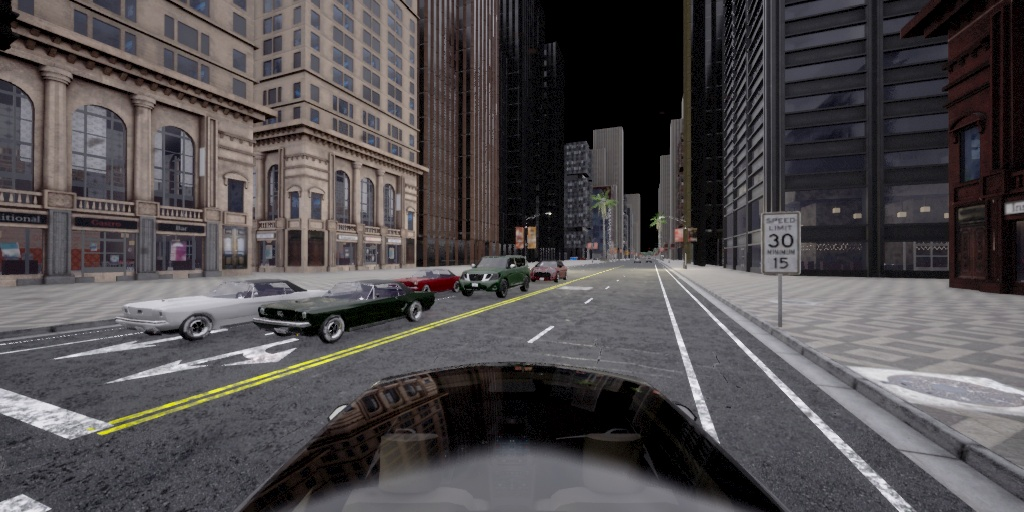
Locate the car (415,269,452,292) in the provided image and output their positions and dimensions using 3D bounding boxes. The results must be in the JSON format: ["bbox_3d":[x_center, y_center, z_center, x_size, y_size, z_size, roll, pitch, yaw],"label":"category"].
[{"bbox_3d":[-4.332,1.356,18.744,1.895,1.301,4.718,0,0,21],"label":"car"}]

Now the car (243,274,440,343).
[{"bbox_3d":[-4.271,1.352,9.985,1.895,1.301,4.718,0,0,24],"label":"car"}]

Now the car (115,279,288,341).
[{"bbox_3d":[-7.673,1.352,10.212,1.895,1.301,4.718,0,0,21],"label":"car"}]

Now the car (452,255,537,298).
[{"bbox_3d":[-0.705,0.977,19.072,2.150,2.045,5.566,0,0,21],"label":"car"}]

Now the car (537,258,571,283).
[{"bbox_3d":[3.002,1.116,28.581,2.097,1.767,4.553,0,0,21],"label":"car"}]
